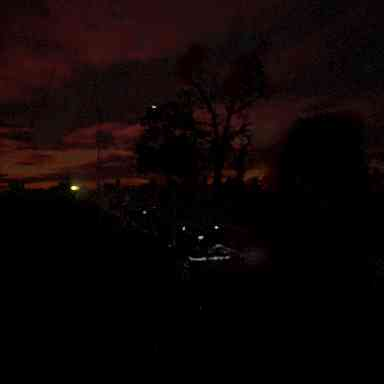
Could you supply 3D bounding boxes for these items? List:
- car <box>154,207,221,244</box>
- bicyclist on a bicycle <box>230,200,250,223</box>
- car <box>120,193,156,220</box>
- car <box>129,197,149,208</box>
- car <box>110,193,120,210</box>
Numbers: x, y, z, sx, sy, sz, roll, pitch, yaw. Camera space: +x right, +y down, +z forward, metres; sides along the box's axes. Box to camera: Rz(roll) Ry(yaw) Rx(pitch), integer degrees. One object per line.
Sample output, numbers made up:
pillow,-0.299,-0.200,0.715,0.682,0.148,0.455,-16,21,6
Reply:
car,-0.301,1.591,16.016,1.895,1.301,4.718,0,0,-18
bicyclist on a bicycle,3.436,1.401,23.712,1.656,1.620,0.582,0,0,-19
car,-4.605,1.189,28.881,2.150,2.045,5.566,0,1,-18
car,-7.495,1.501,46.702,1.994,1.385,4.181,0,0,-19
car,-9.427,1.173,43.270,2.150,2.045,5.566,0,2,-19
